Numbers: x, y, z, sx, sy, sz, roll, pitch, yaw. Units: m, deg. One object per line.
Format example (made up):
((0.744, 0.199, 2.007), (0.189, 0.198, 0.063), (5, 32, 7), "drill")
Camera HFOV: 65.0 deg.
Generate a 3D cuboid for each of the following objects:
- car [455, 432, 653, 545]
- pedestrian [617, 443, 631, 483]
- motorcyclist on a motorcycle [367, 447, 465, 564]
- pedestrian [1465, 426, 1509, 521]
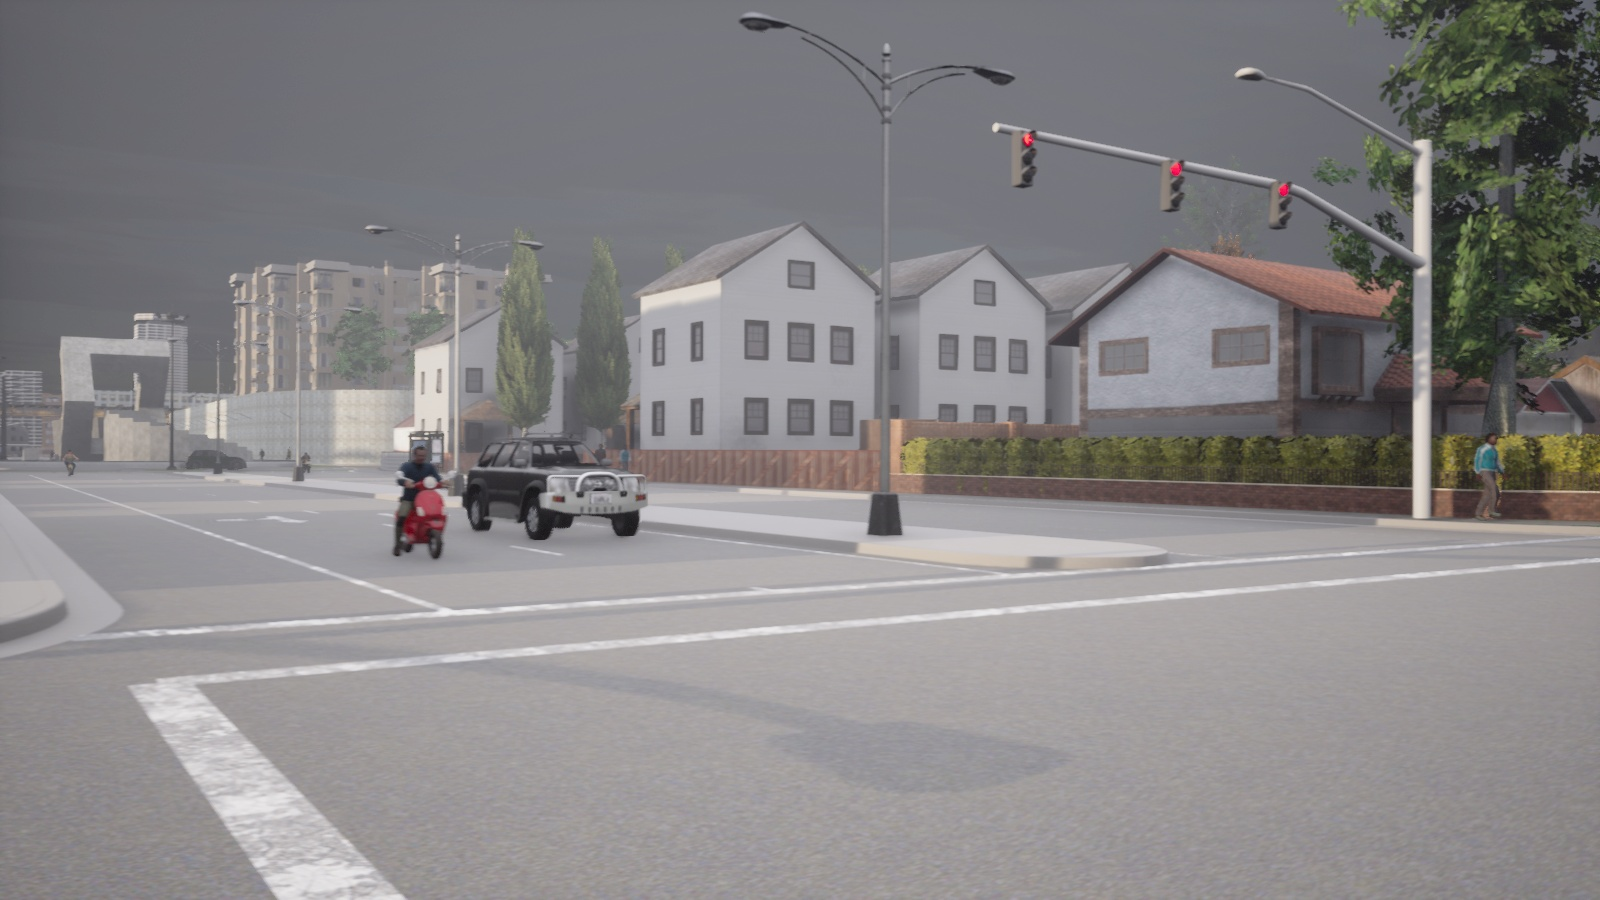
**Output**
((-4.615, 0.642, 22.985), (1.932, 1.855, 4.605), (0, 0, -34), "car")
((-8.528, 0.610, 60.730), (0.396, 1.930, 0.692), (0, 0, -34), "pedestrian")
((-5.554, 0.762, 18.109), (0.866, 1.590, 1.817), (0, 0, -34), "motorcyclist on a motorcycle")
((14.143, 0.483, 25.848), (0.396, 1.930, 0.692), (0, 0, -22), "pedestrian")
